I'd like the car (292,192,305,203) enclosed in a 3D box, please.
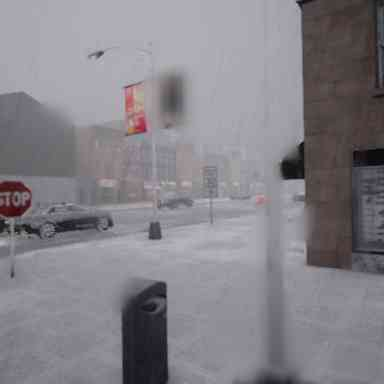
[{"bbox_3d":[15.273,0.693,45.427,1.882,1.535,5.008,-2,0,35],"label":"car"}]

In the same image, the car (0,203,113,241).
[{"bbox_3d":[-5.829,1.241,15.214,2.128,1.511,4.902,-2,0,35],"label":"car"}]

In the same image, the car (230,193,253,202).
[{"bbox_3d":[7.650,0.819,51.707,1.895,1.301,4.718,-2,0,35],"label":"car"}]

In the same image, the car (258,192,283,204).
[{"bbox_3d":[10.508,0.704,44.279,2.097,1.767,4.553,-2,0,35],"label":"car"}]

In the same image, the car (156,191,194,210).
[{"bbox_3d":[-2.021,0.915,38.037,2.150,2.045,5.566,-2,0,35],"label":"car"}]
